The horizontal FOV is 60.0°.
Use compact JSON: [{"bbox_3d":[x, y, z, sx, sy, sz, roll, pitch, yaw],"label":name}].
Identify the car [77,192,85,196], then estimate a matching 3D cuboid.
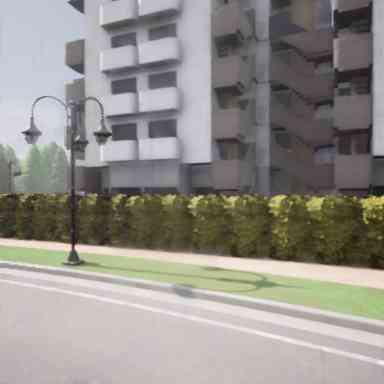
[{"bbox_3d":[-16.355,1.019,50.852,2.150,2.045,5.566,0,0,25],"label":"car"}]
